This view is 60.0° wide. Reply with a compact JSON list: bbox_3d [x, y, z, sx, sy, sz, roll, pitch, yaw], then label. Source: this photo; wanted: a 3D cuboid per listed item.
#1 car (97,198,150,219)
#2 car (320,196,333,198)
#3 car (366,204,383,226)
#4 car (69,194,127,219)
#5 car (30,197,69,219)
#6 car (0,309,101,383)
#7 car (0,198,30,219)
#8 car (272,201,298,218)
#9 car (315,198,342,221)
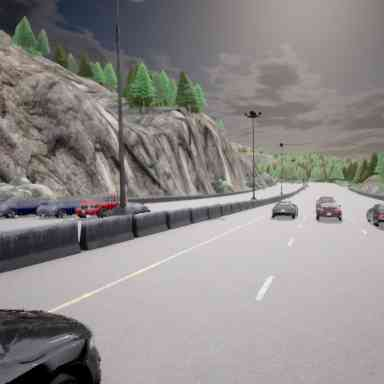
[{"bbox_3d":[-4.821,1.473,25.203,1.812,1.442,4.674,0,0,21],"label":"car"},{"bbox_3d":[14.729,1.285,36.500,2.097,1.767,4.553,0,0,21],"label":"car"},{"bbox_3d":[13.128,1.507,22.570,2.033,1.411,5.357,0,0,21],"label":"car"},{"bbox_3d":[-7.397,1.163,28.256,2.150,2.045,5.566,0,0,21],"label":"car"},{"bbox_3d":[-11.038,1.291,28.533,2.097,1.767,4.553,0,0,21],"label":"car"},{"bbox_3d":[-2.428,1.486,1.615,2.128,1.511,4.902,0,0,21],"label":"car"},{"bbox_3d":[-14.885,1.290,28.284,2.097,1.767,4.553,0,0,21],"label":"car"},{"bbox_3d":[8.307,1.509,29.533,1.994,1.385,4.181,0,0,21],"label":"car"},{"bbox_3d":[11.136,1.476,27.163,1.812,1.442,4.674,0,0,21],"label":"car"}]
